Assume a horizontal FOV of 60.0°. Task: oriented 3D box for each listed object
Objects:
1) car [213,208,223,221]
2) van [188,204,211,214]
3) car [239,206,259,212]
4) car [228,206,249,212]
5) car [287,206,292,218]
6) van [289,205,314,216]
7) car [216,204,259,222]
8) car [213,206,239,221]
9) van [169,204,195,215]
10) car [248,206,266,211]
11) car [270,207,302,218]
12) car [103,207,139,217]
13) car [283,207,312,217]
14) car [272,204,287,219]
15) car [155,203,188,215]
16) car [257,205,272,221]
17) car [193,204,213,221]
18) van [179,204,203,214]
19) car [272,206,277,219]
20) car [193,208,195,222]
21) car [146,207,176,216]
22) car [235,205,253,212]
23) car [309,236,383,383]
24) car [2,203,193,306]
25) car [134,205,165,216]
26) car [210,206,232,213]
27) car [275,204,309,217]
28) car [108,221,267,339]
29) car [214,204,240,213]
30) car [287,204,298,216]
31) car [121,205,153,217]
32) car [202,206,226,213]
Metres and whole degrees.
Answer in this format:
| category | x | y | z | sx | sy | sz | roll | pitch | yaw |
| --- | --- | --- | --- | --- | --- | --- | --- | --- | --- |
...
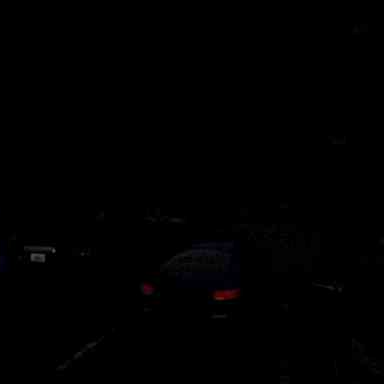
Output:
| category | x | y | z | sx | sy | sz | roll | pitch | yaw |
| --- | --- | --- | --- | --- | --- | --- | --- | --- | --- |
| car | 0.472 | 2.671 | 34.139 | 4.674 | 1.452 | 2.002 | 1 | -1 | 15 |
| van | 1.556 | 3.394 | 67.413 | 4.442 | 1.987 | 1.878 | -1 | -2 | 15 |
| car | 14.871 | 4.346 | 87.040 | 5.008 | 1.535 | 2.097 | 0 | -2 | 14 |
| car | 11.558 | 4.166 | 82.120 | 4.892 | 1.521 | 2.231 | 0 | -2 | 14 |
| car | 12.467 | 3.300 | 51.441 | 4.792 | 1.488 | 2.163 | 1 | -1 | 15 |
| van | 20.936 | 3.498 | 63.819 | 4.442 | 1.987 | 1.878 | 1 | -1 | 15 |
| car | 5.621 | 2.782 | 41.575 | 4.553 | 1.767 | 2.185 | 1 | -1 | 15 |
| car | 2.207 | 2.725 | 36.617 | 5.008 | 1.535 | 2.097 | 1 | -1 | 15 |
| van | -1.825 | 3.213 | 62.514 | 4.442 | 1.987 | 1.878 | -1 | -2 | 15 |
| car | 18.087 | 4.558 | 91.996 | 4.792 | 1.488 | 2.163 | -1 | -2 | 13 |
| car | 15.918 | 3.453 | 56.374 | 5.008 | 1.535 | 2.097 | 1 | -1 | 15 |
| car | -10.612 | 3.003 | 49.956 | 4.792 | 1.488 | 2.163 | -1 | -2 | 15 |
| car | 19.337 | 3.635 | 61.314 | 5.008 | 1.535 | 2.097 | 1 | -1 | 15 |
| car | 10.764 | 2.928 | 48.973 | 5.566 | 2.045 | 2.435 | 1 | -1 | 15 |
| car | -3.660 | 3.098 | 60.100 | 5.566 | 2.045 | 2.435 | -1 | -2 | 15 |
| car | 7.340 | 2.747 | 44.032 | 5.566 | 2.045 | 2.435 | 1 | -1 | 15 |
| car | -1.219 | 2.280 | 31.673 | 5.566 | 2.045 | 2.435 | 1 | -2 | 15 |
| van | -0.135 | 3.303 | 64.963 | 4.442 | 1.987 | 1.878 | -1 | -2 | 15 |
| car | 9.046 | 3.118 | 46.500 | 4.792 | 1.488 | 2.163 | 1 | -1 | 15 |
| car | -2.802 | 2.425 | 29.143 | 5.366 | 1.575 | 1.946 | 1 | -2 | 15 |
| car | -5.325 | 3.299 | 57.640 | 4.674 | 1.452 | 2.002 | 0 | -2 | 15 |
| car | 13.244 | 4.130 | 84.578 | 4.553 | 1.767 | 2.185 | -1 | -2 | 14 |
| car | 2.861 | 1.491 | 4.906 | 2.231 | 1.521 | 4.892 | 0 | -1 | 16 |
| car | -1.962 | 1.279 | 8.366 | 2.435 | 2.045 | 5.566 | 0 | -1 | 16 |
| car | -6.987 | 3.042 | 55.184 | 4.553 | 1.767 | 2.185 | 0 | -2 | 15 |
| car | 6.543 | 3.922 | 74.768 | 4.792 | 1.488 | 2.163 | -1 | -2 | 15 |
| car | 17.658 | 3.294 | 58.849 | 5.566 | 2.045 | 2.435 | 1 | -1 | 15 |
| car | 0.449 | 1.550 | 6.617 | 2.002 | 1.452 | 4.674 | 0 | -1 | 15 |
| car | 8.174 | 3.732 | 77.234 | 5.566 | 2.045 | 2.435 | -1 | -2 | 15 |
| car | 14.240 | 3.112 | 53.911 | 5.566 | 2.045 | 2.435 | 1 | -1 | 15 |
| car | -8.739 | 2.952 | 52.761 | 4.553 | 1.767 | 2.185 | -1 | -2 | 15 |
| car | 4.795 | 3.832 | 72.328 | 4.792 | 1.488 | 2.163 | -1 | -2 | 15 |
